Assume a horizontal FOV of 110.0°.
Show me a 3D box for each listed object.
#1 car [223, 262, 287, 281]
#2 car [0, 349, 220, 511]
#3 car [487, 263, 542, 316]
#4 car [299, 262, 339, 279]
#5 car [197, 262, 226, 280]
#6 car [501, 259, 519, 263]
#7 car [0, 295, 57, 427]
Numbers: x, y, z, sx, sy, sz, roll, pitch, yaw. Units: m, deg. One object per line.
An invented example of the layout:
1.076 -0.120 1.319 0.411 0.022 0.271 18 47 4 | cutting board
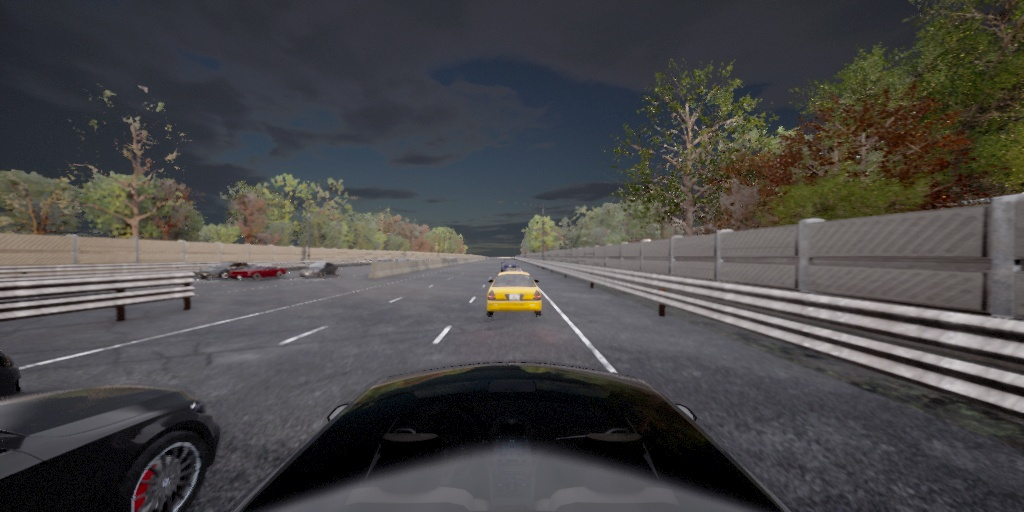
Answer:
-21.277 1.358 30.184 1.895 1.301 4.718 0 0 -1 | car
-3.400 1.276 1.070 1.812 1.442 4.674 0 0 0 | car
0.062 1.209 13.290 1.801 1.575 5.366 0 0 0 | car
-17.807 1.283 33.411 1.812 1.442 4.674 0 0 -1 | car
-24.788 1.262 31.324 1.837 1.490 4.892 0 0 -1 | car
-0.236 1.111 42.159 2.097 1.767 4.553 0 0 -1 | car
-6.906 1.256 2.268 1.837 1.490 4.892 0 0 0 | car
